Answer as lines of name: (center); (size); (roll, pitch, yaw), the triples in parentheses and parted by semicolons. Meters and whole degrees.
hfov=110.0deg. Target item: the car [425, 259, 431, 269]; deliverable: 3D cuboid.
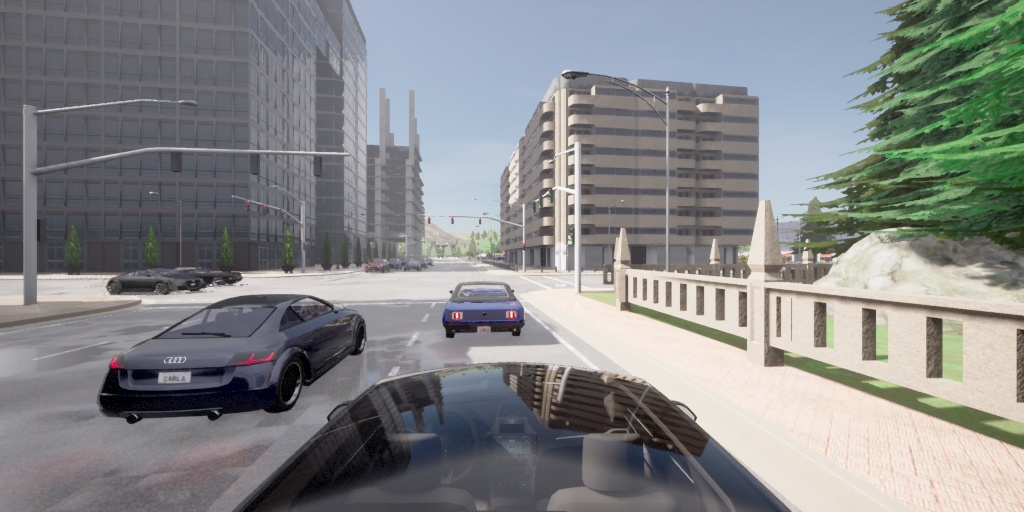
car: (-14.435, 1.102, 56.420); (2.097, 1.767, 4.553); (0, 0, -8)

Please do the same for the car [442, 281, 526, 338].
car: (-0.847, 1.351, 10.200); (1.895, 1.301, 4.718); (0, 0, -6)

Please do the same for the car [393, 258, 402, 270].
car: (-17.362, 1.102, 52.046); (2.097, 1.767, 4.553); (0, 0, -8)

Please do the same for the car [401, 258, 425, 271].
car: (-13.316, 1.276, 48.372); (1.812, 1.442, 4.674); (0, 0, -8)

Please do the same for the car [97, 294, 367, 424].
car: (-3.928, 1.314, 5.963); (1.994, 1.385, 4.181); (0, 0, -6)

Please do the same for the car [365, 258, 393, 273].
car: (-16.162, 1.102, 43.276); (2.097, 1.767, 4.553); (0, 0, -8)

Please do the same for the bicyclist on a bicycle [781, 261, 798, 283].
bicyclist on a bicycle: (16.443, 1.106, 21.578); (0.582, 1.620, 1.656); (0, 0, -8)

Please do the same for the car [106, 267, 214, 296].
car: (-19.244, 1.366, 19.492); (4.181, 1.385, 1.994); (0, 0, 3)

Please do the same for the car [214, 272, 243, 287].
car: (-20.995, 1.400, 23.949); (4.718, 1.301, 1.895); (0, 0, -15)
